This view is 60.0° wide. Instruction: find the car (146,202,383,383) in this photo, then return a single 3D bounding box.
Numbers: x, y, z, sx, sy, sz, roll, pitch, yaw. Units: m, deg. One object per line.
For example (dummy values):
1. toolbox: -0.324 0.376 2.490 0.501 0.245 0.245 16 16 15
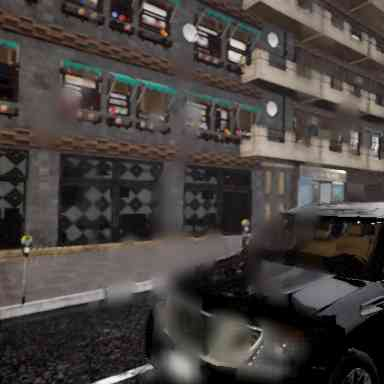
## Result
1. car: 2.144 1.200 4.604 5.566 2.045 2.150 0 0 -36
